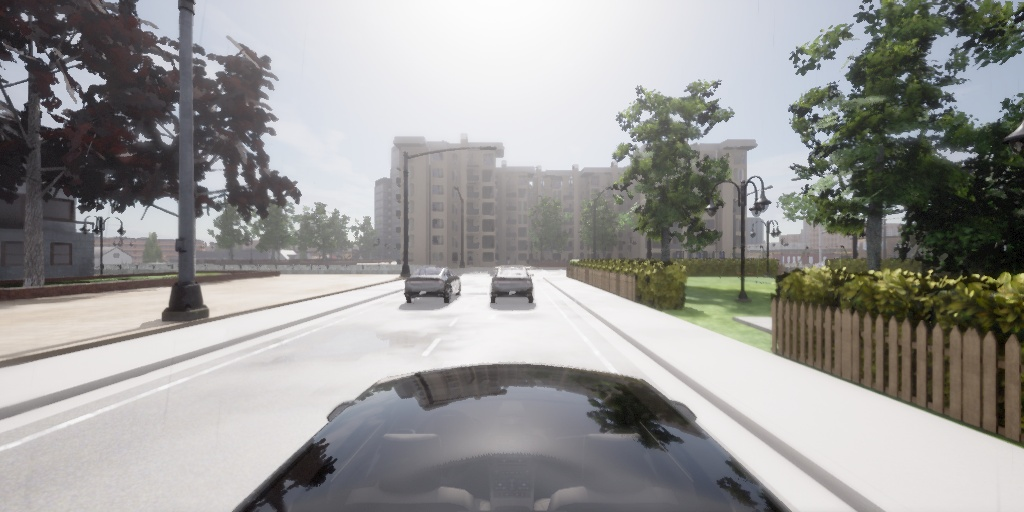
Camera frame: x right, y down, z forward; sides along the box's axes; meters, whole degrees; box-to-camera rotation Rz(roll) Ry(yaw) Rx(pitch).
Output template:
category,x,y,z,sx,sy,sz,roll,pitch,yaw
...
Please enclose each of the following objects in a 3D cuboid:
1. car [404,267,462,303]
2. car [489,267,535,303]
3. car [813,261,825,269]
category,x,y,z,sx,sy,sz,roll,pitch,yaw
car,-3.500,1.244,16.500,2.128,1.511,4.902,0,0,0
car,0.000,1.244,16.500,2.128,1.511,4.902,0,0,0
car,37.545,1.283,41.662,4.674,1.442,1.812,0,0,1
